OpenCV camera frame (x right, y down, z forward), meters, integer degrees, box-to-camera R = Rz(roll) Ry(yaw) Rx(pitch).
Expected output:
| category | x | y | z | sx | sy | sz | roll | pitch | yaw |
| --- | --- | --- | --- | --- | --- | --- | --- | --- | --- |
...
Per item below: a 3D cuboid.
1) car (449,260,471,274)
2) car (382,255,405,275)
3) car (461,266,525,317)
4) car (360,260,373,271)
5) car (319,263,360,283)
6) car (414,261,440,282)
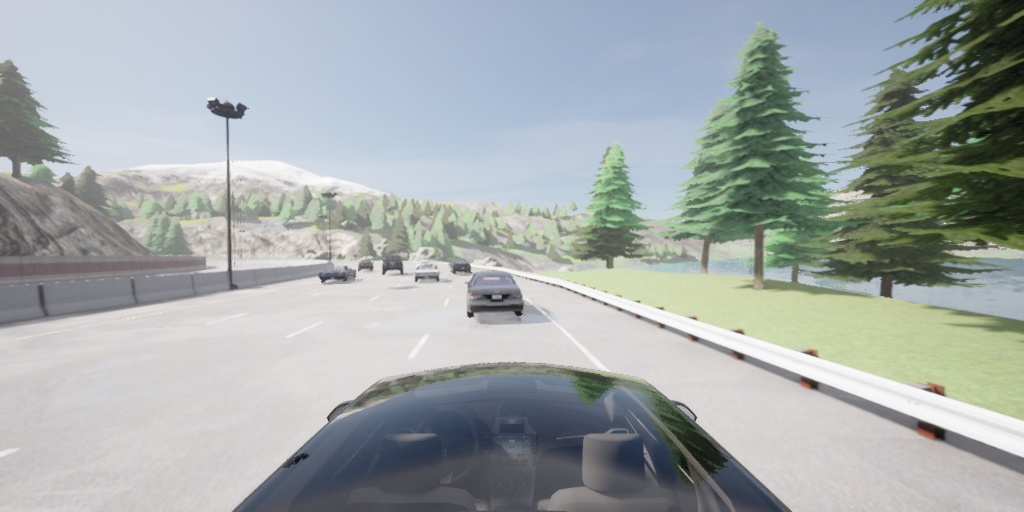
| category | x | y | z | sx | sy | sz | roll | pitch | yaw |
| --- | --- | --- | --- | --- | --- | --- | --- | --- | --- |
| car | -5.654 | 1.123 | 38.809 | 1.882 | 1.535 | 5.008 | -1 | 0 | -15 |
| car | -13.177 | 0.961 | 39.825 | 2.150 | 2.045 | 5.566 | -1 | 0 | -17 |
| car | -0.731 | 1.252 | 13.108 | 2.033 | 1.411 | 5.357 | -1 | 0 | -6 |
| car | -20.066 | 1.293 | 49.294 | 1.837 | 1.490 | 4.892 | -1 | 0 | -20 |
| car | -14.025 | 1.405 | 29.154 | 1.895 | 1.301 | 4.718 | -1 | 0 | -13 |
| car | -6.761 | 1.310 | 28.716 | 1.895 | 1.301 | 4.718 | -1 | 0 | -12 |
